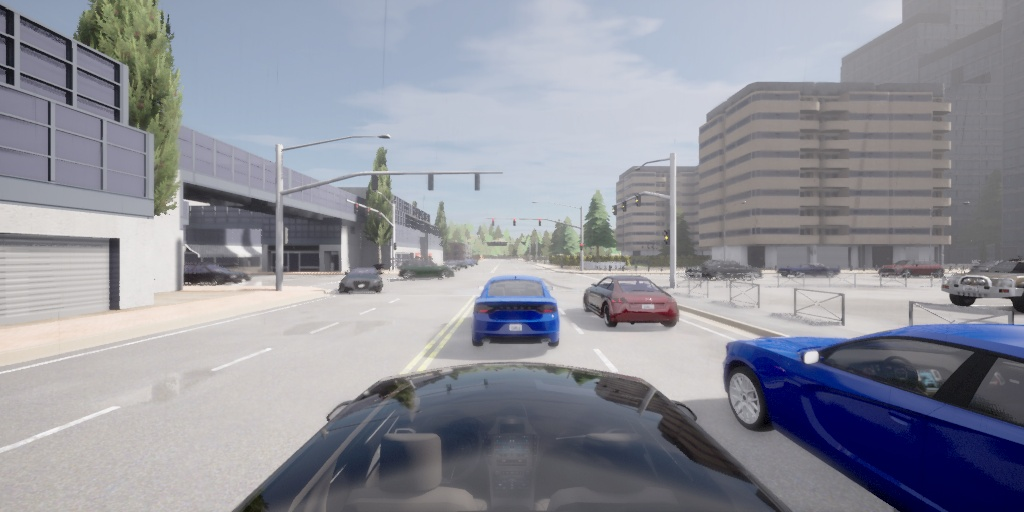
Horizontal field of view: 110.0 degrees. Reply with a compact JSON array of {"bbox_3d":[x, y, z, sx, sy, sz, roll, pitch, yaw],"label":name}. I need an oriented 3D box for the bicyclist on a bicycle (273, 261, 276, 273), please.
[{"bbox_3d":[-25.855,1.053,39.601,0.582,1.620,1.656,0,0,-1],"label":"bicyclist on a bicycle"}]

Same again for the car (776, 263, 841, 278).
[{"bbox_3d":[27.661,1.351,33.558,4.718,1.301,1.895,0,0,-1],"label":"car"}]

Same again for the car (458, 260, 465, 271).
[{"bbox_3d":[-7.866,1.242,46.786,2.128,1.511,4.902,0,0,0],"label":"car"}]

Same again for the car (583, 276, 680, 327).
[{"bbox_3d":[3.598,1.314,11.529,1.994,1.385,4.181,0,0,0],"label":"car"}]

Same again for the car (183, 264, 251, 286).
[{"bbox_3d":[-21.161,1.297,24.681,5.357,1.411,2.033,0,0,-1],"label":"car"}]

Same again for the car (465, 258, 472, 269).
[{"bbox_3d":[-8.008,1.314,56.746,1.994,1.385,4.181,0,0,-1],"label":"car"}]

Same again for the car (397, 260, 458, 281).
[{"bbox_3d":[-7.265,1.101,30.380,4.553,1.767,2.097,0,0,-25],"label":"car"}]

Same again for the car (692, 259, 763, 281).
[{"bbox_3d":[18.037,1.255,29.648,4.892,1.490,1.837,0,0,-1],"label":"car"}]

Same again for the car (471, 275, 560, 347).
[{"bbox_3d":[0.091,1.228,9.396,1.882,1.535,5.008,0,0,0],"label":"car"}]

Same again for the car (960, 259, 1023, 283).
[{"bbox_3d":[41.675,1.241,30.152,4.902,1.511,2.128,0,0,-1],"label":"car"}]

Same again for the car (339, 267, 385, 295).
[{"bbox_3d":[-8.216,1.314,19.927,1.994,1.385,4.181,0,0,-19],"label":"car"}]

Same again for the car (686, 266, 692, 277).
[{"bbox_3d":[18.674,1.102,33.369,4.553,1.767,2.097,0,0,-1],"label":"car"}]

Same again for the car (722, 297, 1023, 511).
[{"bbox_3d":[3.602,1.228,2.546,1.882,1.535,5.008,0,0,0],"label":"car"}]

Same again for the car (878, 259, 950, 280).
[{"bbox_3d":[37.457,1.102,33.749,4.553,1.767,2.097,0,0,-1],"label":"car"}]
